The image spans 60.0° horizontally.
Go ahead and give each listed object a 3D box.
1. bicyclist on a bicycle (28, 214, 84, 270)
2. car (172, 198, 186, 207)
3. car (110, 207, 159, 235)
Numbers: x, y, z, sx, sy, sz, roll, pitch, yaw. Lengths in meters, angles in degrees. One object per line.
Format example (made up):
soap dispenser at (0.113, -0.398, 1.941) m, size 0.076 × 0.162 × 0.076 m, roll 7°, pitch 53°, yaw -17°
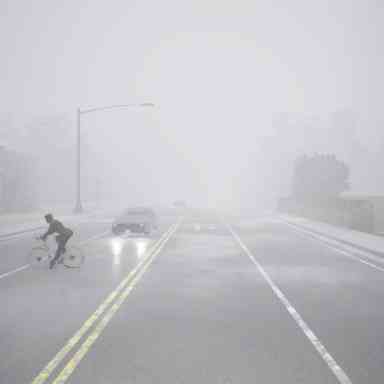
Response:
bicyclist on a bicycle at (-3.953, 1.455, 9.603) m, size 1.656 × 1.620 × 0.582 m, roll -2°, pitch 0°, yaw 2°
car at (-1.987, 1.694, 52.382) m, size 1.994 × 1.385 × 4.181 m, roll 1°, pitch -2°, yaw 2°
car at (-3.058, 1.545, 18.923) m, size 2.033 × 1.411 × 5.357 m, roll 0°, pitch 0°, yaw 2°
